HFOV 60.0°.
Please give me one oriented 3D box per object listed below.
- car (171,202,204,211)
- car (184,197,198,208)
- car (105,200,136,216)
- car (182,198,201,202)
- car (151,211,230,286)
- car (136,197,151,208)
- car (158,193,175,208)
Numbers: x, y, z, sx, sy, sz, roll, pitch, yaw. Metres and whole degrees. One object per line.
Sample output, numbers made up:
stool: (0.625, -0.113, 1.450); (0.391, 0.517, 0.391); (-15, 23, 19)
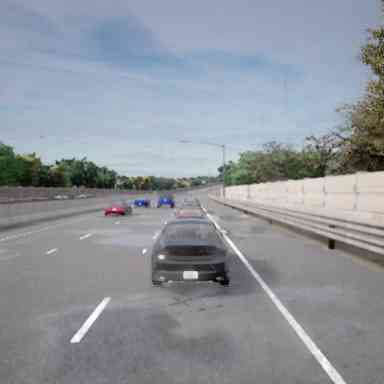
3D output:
car: (-0.084, 1.508, 18.284); (1.812, 1.442, 4.674); (0, 0, 0)
car: (-0.125, 1.480, 47.432); (1.812, 1.442, 4.674); (0, 0, 0)
car: (-7.048, 1.534, 32.216); (1.994, 1.385, 4.181); (0, 0, 0)
car: (-0.122, 1.479, 27.227); (1.837, 1.490, 4.892); (0, 0, 0)
car: (-0.038, 1.495, 9.370); (1.837, 1.490, 4.892); (0, 0, 0)
car: (-7.125, 1.431, 48.079); (1.882, 1.535, 5.008); (0, 0, 0)
car: (-3.622, 1.178, 47.444); (2.150, 2.045, 5.566); (0, 0, 0)
